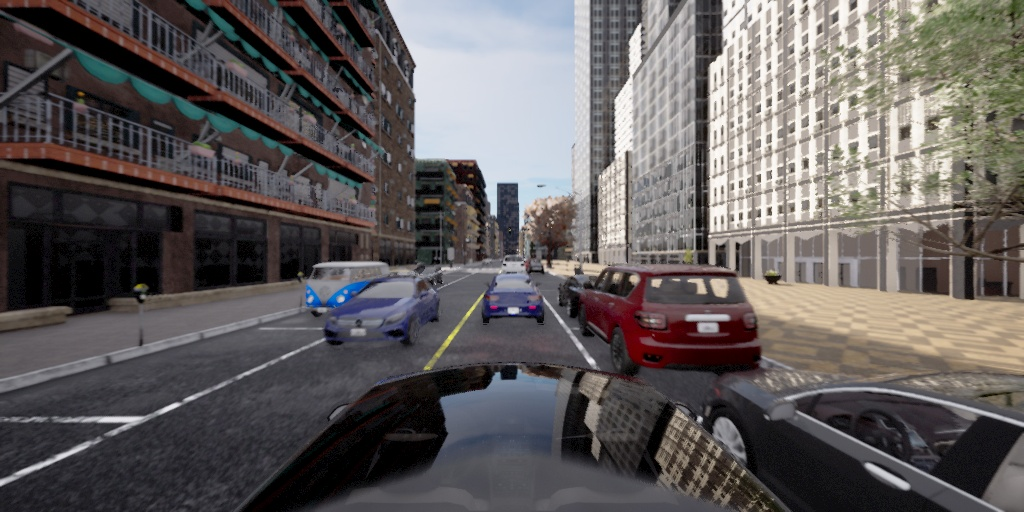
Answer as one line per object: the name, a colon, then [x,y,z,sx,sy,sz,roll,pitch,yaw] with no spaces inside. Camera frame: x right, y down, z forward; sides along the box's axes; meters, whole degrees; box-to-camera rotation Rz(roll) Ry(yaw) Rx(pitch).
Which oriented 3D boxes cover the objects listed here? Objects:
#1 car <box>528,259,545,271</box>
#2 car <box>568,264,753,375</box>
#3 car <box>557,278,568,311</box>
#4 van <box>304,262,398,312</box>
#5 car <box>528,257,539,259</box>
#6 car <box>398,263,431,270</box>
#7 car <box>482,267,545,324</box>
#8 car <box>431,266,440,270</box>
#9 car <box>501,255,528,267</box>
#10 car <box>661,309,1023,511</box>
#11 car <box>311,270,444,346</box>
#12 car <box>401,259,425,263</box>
car: [2.696,1.341,40.454,1.948,1.339,4.313,0,0,0]
car: [2.692,1.066,7.318,2.192,1.841,5.009,0,0,0]
car: [2.693,1.318,12.839,1.948,1.339,4.313,0,0,0]
van: [-5.688,1.094,12.841,1.690,1.789,3.998,0,0,0]
car: [2.696,1.096,45.977,2.192,1.841,5.009,0,0,0]
car: [-5.688,1.281,18.194,1.751,1.417,4.829,0,0,0]
car: [0.022,1.278,11.858,1.812,1.442,4.674,0,0,0]
car: [-5.687,1.325,23.887,1.948,1.339,4.313,0,0,0]
car: [0.116,0.983,34.230,2.150,2.045,5.566,0,-1,-1]
car: [2.692,1.300,1.794,2.007,1.370,4.403,0,0,0]
car: [-3.099,1.277,9.554,1.812,1.442,4.674,0,0,0]
car: [-16.429,1.137,58.951,4.403,1.370,2.007,0,0,-1]
